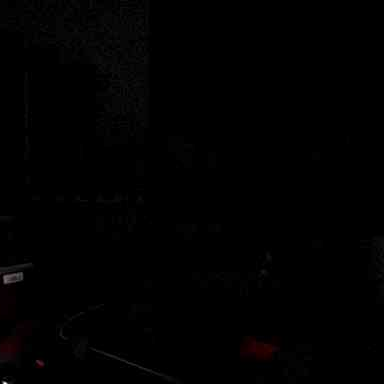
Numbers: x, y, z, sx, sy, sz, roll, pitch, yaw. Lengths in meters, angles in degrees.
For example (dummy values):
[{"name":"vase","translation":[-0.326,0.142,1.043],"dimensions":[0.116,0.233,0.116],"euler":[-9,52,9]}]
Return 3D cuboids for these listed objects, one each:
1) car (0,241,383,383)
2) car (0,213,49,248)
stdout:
[{"name":"car","translation":[-0.066,1.440,3.007],"dimensions":[4.097,1.590,1.967],"euler":[0,0,35]},{"name":"car","translation":[-4.500,1.315,6.156],"dimensions":[5.009,1.841,2.192],"euler":[0,0,35]}]
